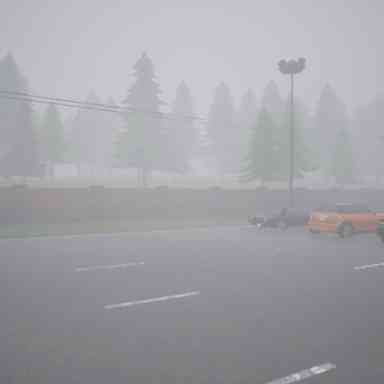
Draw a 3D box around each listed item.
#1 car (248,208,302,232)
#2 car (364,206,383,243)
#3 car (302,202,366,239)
[{"bbox_3d":[5.809,1.605,20.085,4.718,1.301,1.895,0,0,-27],"label":"car"},{"bbox_3d":[10.140,1.507,14.447,4.902,1.511,2.128,0,0,-27],"label":"car"},{"bbox_3d":[8.354,1.363,17.465,4.553,1.767,2.097,0,0,-27],"label":"car"}]
